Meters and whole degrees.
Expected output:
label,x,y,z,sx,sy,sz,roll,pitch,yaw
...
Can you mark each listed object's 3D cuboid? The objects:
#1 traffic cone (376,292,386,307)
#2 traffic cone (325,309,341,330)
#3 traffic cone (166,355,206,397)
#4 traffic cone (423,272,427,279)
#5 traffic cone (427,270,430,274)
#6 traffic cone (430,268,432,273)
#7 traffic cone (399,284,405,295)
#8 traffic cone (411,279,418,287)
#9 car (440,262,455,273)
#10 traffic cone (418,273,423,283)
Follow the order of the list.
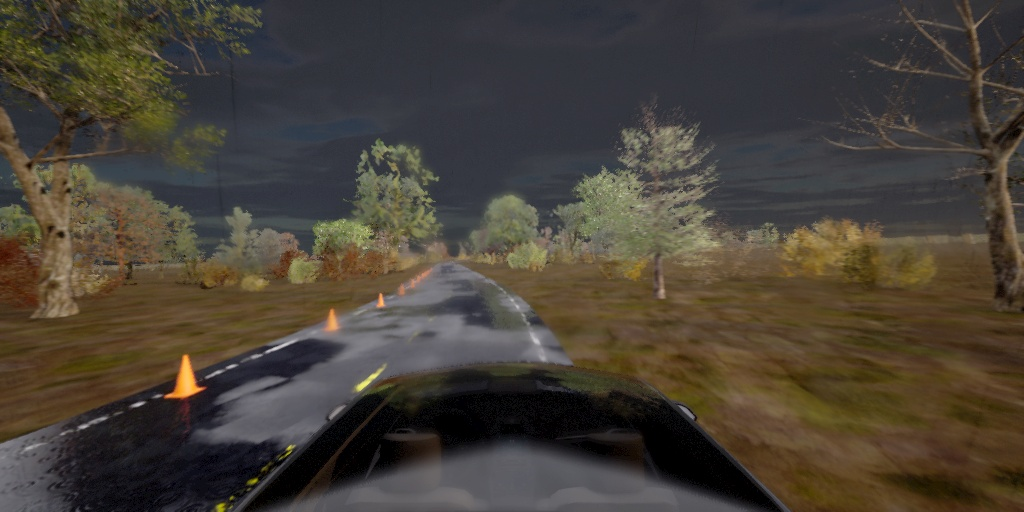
label,x,y,z,sx,sy,sz,roll,pitch,yaw
traffic cone,-5.599,1.848,15.337,0.340,0.580,0.340,0,0,-5
traffic cone,-5.231,1.836,10.458,0.340,0.580,0.340,0,0,-3
traffic cone,-5.056,1.830,5.568,0.340,0.580,0.340,0,0,-1
traffic cone,-8.670,1.939,34.869,0.340,0.580,0.340,0,0,-10
traffic cone,-9.551,1.966,39.791,0.340,0.580,0.340,0,0,-10
traffic cone,-10.431,1.992,44.713,0.340,0.580,0.340,0,0,-10
traffic cone,-6.160,1.865,20.199,0.340,0.580,0.340,0,0,-8
traffic cone,-6.911,1.887,25.033,0.340,0.580,0.340,0,0,-10
car,-8.581,1.540,47.899,2.033,1.411,5.357,-1,0,-10
traffic cone,-7.790,1.913,29.947,0.340,0.580,0.340,0,0,-10
